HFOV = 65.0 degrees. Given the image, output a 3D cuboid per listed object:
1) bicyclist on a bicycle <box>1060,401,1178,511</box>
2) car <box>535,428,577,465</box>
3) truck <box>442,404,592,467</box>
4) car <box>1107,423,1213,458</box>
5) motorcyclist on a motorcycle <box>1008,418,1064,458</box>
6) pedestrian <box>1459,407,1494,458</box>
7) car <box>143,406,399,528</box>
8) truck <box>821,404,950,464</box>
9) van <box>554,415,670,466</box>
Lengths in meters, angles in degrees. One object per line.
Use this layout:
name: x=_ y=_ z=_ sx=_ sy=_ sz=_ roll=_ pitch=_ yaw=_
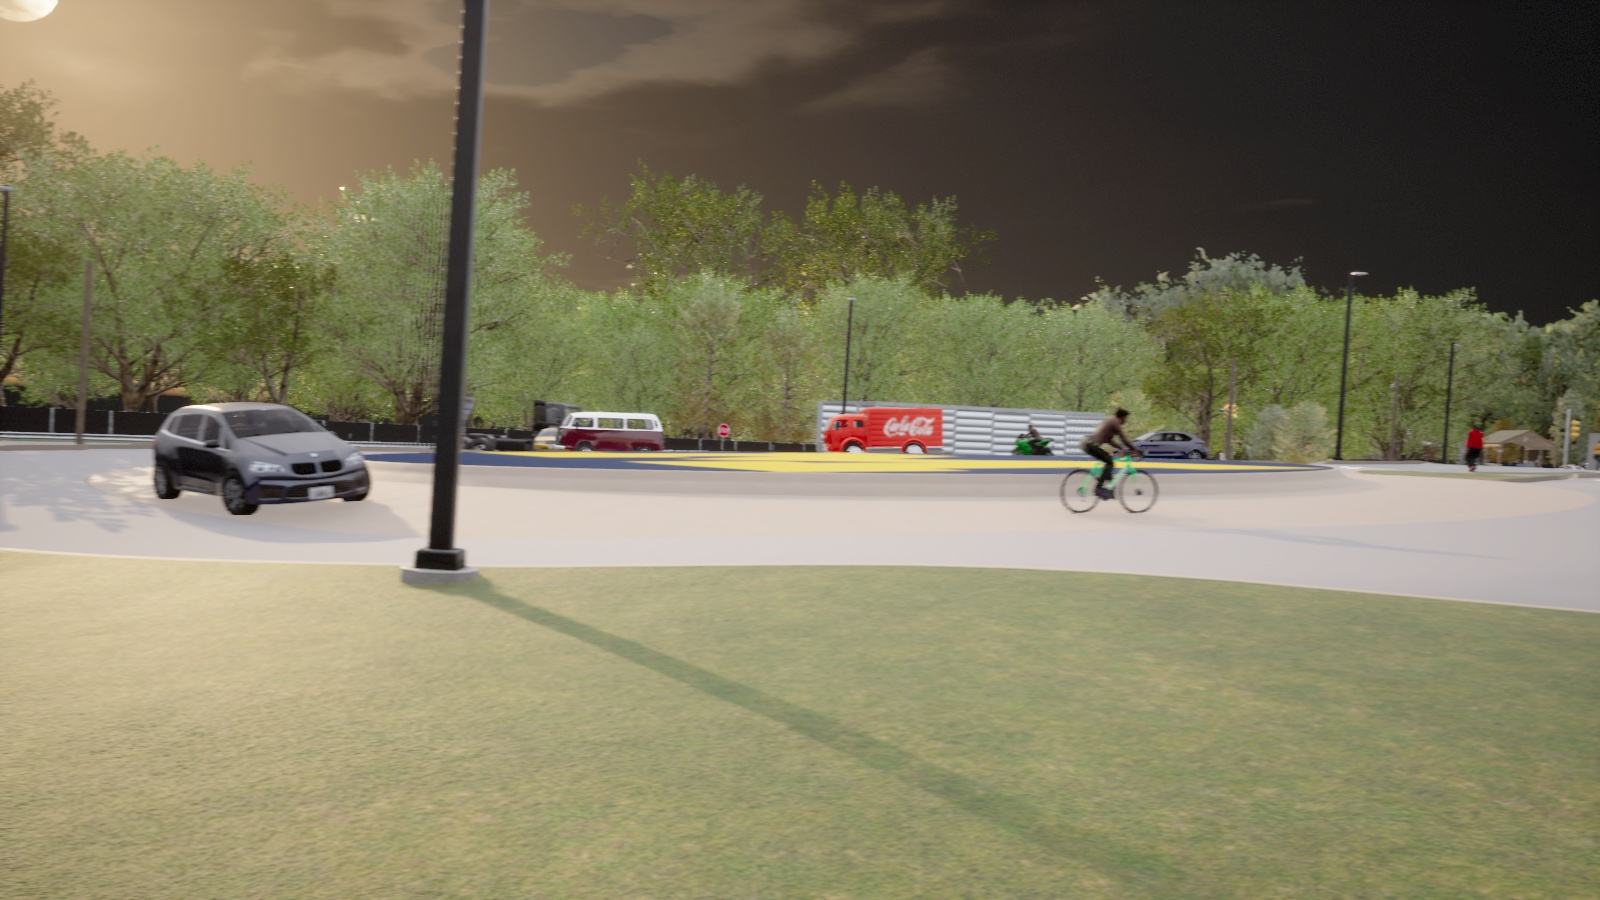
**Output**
bicyclist on a bicycle: x=4.844 y=0.074 z=19.085 sx=1.656 sy=1.620 sz=0.582 roll=0 pitch=2 yaw=-15
car: x=-11.664 y=-0.142 z=60.303 sx=1.801 sy=1.575 sz=5.366 roll=0 pitch=-2 yaw=-9
truck: x=-16.425 y=-0.868 z=72.991 sx=7.936 sy=3.462 sz=2.891 roll=1 pitch=1 yaw=11
car: x=16.071 y=-0.450 z=56.152 sx=4.193 sy=1.474 sz=1.816 roll=-1 pitch=1 yaw=-2
motorcyclist on a motorcycle: x=9.099 y=-0.448 z=48.572 sx=0.797 sy=1.523 sz=2.044 roll=2 pitch=-1 yaw=-42
pedestrian: x=25.008 y=-0.635 z=46.433 sx=0.634 sy=1.844 sz=0.899 roll=2 pitch=1 yaw=-10
car: x=-9.222 y=0.183 z=21.738 sx=4.611 sy=1.667 sz=2.242 roll=3 pitch=8 yaw=42
truck: x=3.754 y=-0.691 z=55.902 sx=5.204 sy=2.467 sz=2.627 roll=-2 pitch=0 yaw=-9
van: x=-7.917 y=-0.400 z=52.791 sx=4.480 sy=2.038 sz=2.069 roll=1 pitch=1 yaw=-19
